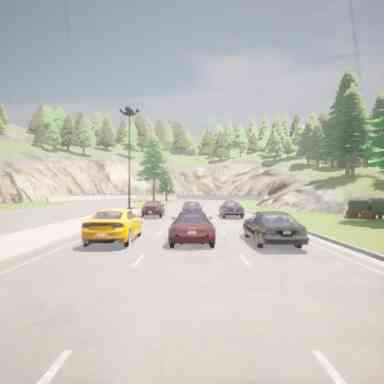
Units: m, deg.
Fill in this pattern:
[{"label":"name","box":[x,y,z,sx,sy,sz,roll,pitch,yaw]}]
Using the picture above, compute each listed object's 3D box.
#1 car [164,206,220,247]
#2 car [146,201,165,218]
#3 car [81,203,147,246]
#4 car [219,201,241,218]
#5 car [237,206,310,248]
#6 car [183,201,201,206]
[{"label":"car","box":[0.003,1.564,15.081,1.994,1.385,4.181,0,0,0]},{"label":"car","box":[-3.496,1.526,30.164,1.812,1.442,4.674,0,0,0]},{"label":"car","box":[-3.495,1.478,15.255,1.882,1.535,5.008,0,0,0]},{"label":"car","box":[3.501,1.547,29.770,2.033,1.411,5.357,0,0,0]},{"label":"car","box":[3.501,1.547,14.770,2.033,1.411,5.357,0,0,0]},{"label":"car","box":[0.001,1.547,29.770,2.033,1.411,5.357,0,0,0]}]
